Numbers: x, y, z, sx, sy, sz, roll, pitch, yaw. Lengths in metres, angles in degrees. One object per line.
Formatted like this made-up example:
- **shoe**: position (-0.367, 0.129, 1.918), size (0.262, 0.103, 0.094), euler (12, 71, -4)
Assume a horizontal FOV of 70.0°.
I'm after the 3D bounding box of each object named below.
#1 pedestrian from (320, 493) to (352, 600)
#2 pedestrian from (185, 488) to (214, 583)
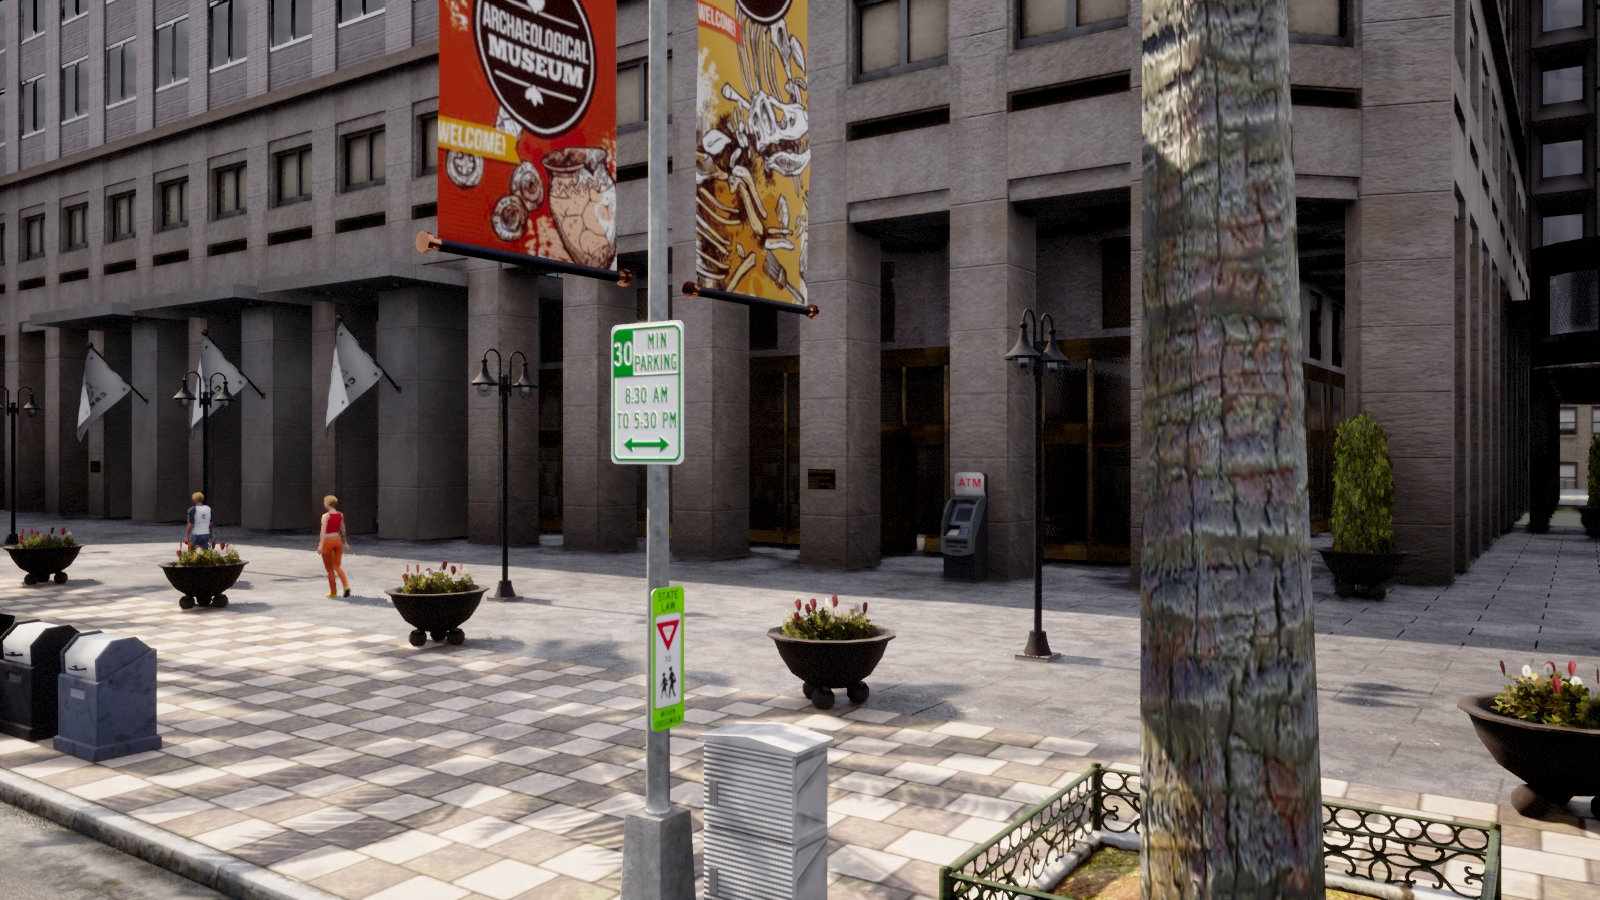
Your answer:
- **pedestrian**: position (-8.246, 1.704, 20.288), size (0.375, 1.860, 0.375), euler (0, 0, 29)
- **pedestrian**: position (-12.010, 1.701, 22.847), size (0.375, 1.860, 0.375), euler (0, 0, 29)
